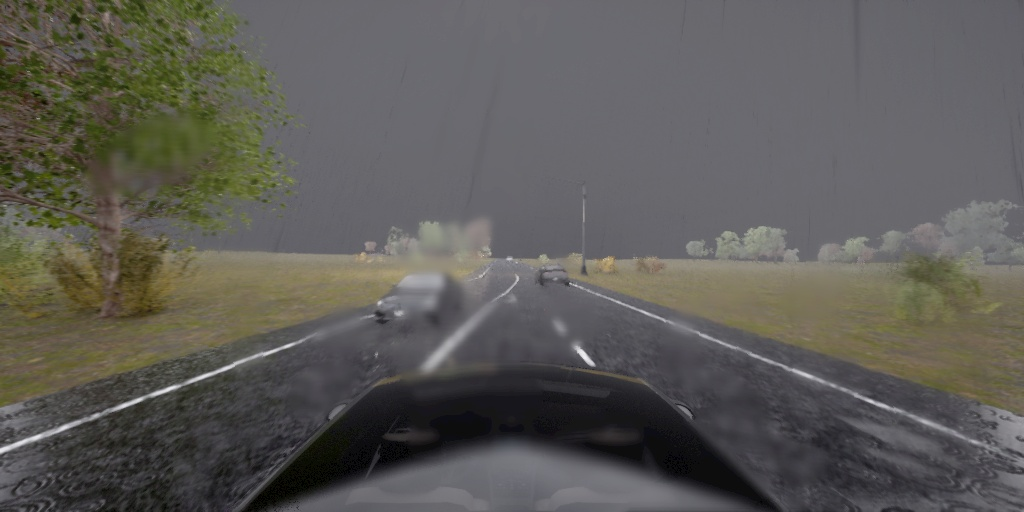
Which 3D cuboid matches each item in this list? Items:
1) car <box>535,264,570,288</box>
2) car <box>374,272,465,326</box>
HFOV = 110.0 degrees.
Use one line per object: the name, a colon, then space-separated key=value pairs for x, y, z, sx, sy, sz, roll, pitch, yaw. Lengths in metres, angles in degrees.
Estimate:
car: x=2.648 y=1.266 z=24.212 sx=2.128 sy=1.511 sz=4.902 roll=0 pitch=0 yaw=-2
car: x=-2.758 y=1.261 z=11.773 sx=1.812 sy=1.442 sz=4.674 roll=0 pitch=0 yaw=5
